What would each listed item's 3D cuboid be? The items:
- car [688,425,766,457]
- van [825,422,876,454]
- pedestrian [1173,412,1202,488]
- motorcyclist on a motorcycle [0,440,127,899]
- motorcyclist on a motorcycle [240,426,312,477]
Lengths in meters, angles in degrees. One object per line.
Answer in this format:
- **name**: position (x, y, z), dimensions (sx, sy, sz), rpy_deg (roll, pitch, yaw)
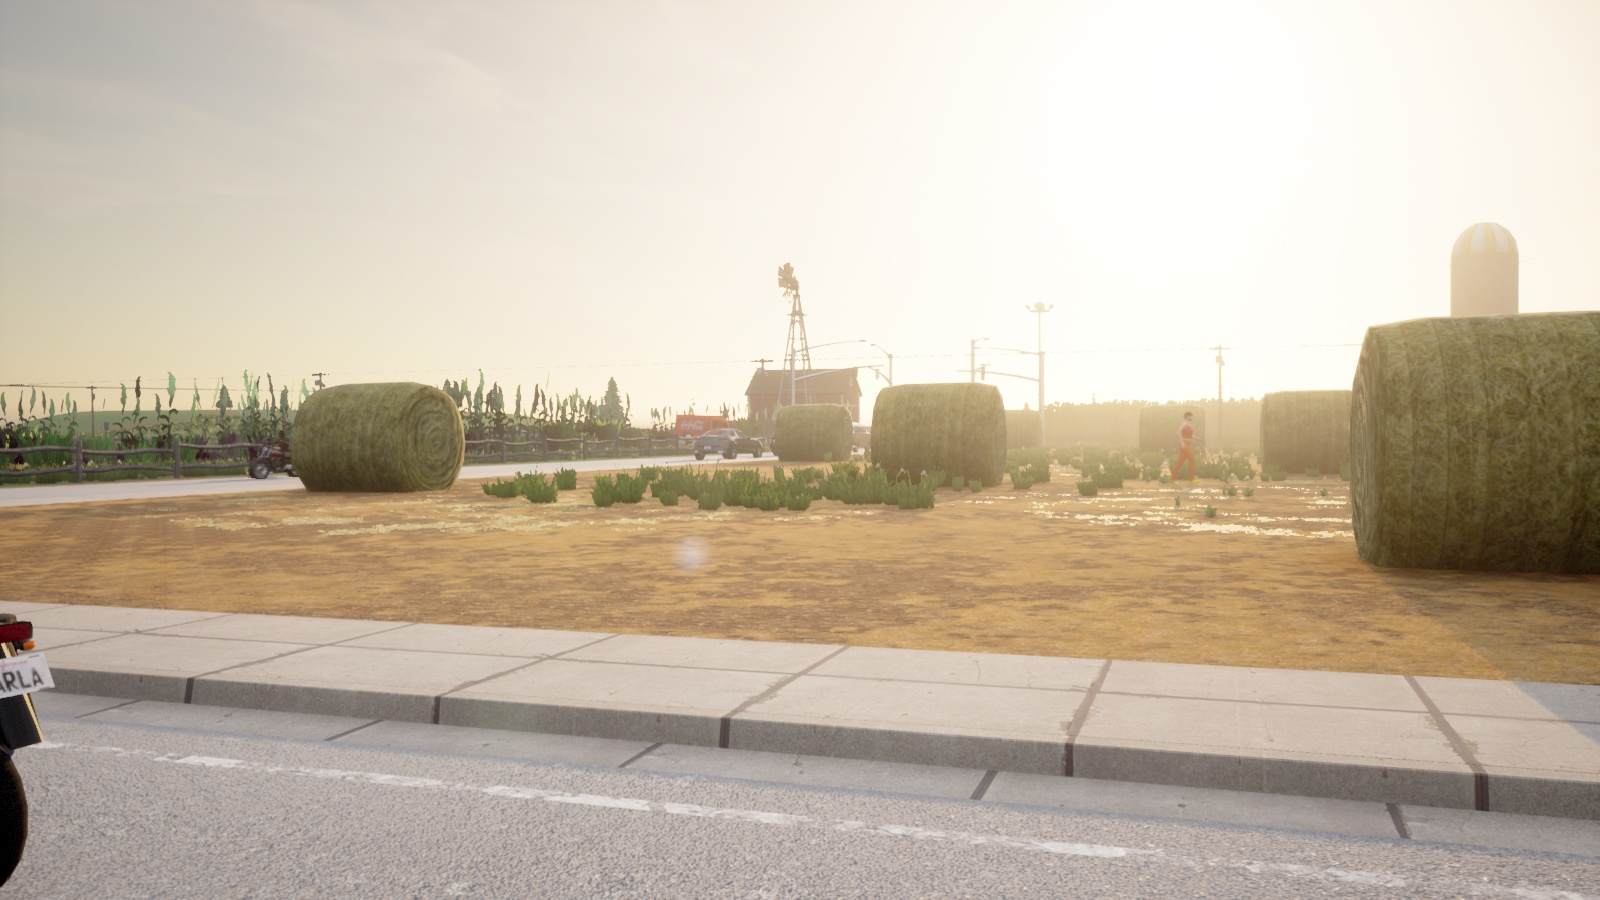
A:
- **car**: position (-3.765, -0.494, 65.967), dimensions (2.152, 1.651, 5.027), rpy_deg (1, 1, 21)
- **van**: position (3.459, -0.818, 84.409), dimensions (2.069, 2.038, 4.480), rpy_deg (1, 1, 21)
- **pedestrian**: position (9.427, -0.002, 30.548), dimensions (0.594, 1.836, 0.345), rpy_deg (1, 1, 27)
- **motorcyclist on a motorcycle**: position (-3.464, 0.727, 4.359), dimensions (2.044, 1.523, 0.797), rpy_deg (1, 1, 19)
- **motorcyclist on a motorcycle**: position (-17.199, 0.024, 41.267), dimensions (0.766, 1.649, 2.350), rpy_deg (1, 1, 21)
